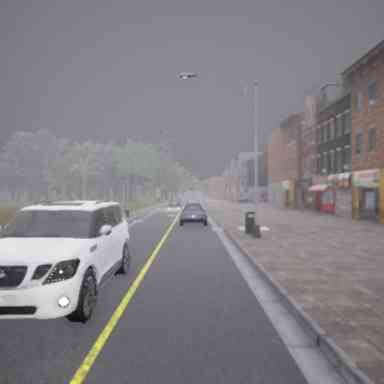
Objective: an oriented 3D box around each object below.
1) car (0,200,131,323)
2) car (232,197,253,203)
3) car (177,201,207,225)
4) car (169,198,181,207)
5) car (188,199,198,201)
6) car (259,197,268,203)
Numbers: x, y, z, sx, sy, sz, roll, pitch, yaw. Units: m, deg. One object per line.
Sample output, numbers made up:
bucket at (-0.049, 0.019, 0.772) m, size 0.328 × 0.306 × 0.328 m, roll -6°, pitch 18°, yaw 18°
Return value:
car at (-2.849, 1.234, 7.577) m, size 2.150 × 2.045 × 5.566 m, roll 0°, pitch 0°, yaw 0°
car at (10.435, 1.652, 69.082) m, size 4.403 × 1.369 × 2.008 m, roll -1°, pitch 1°, yaw 0°
car at (0.102, 1.636, 24.650) m, size 1.994 × 1.385 × 4.181 m, roll 0°, pitch 0°, yaw 0°
car at (-2.750, 1.721, 54.672) m, size 2.128 × 1.511 × 4.902 m, roll 0°, pitch -1°, yaw 0°
car at (0.100, 1.669, 42.651) m, size 1.812 × 1.442 × 4.674 m, roll 0°, pitch 0°, yaw 0°
car at (15.967, 1.564, 69.080) m, size 4.206 × 1.307 × 1.802 m, roll -1°, pitch 1°, yaw 0°
